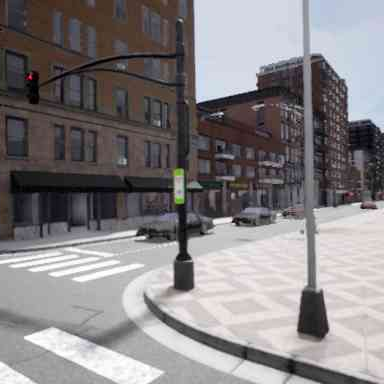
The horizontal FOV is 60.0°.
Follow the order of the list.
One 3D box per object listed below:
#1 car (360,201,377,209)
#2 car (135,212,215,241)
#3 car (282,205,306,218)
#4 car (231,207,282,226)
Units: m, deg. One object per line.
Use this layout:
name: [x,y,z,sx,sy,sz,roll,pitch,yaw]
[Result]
car: [28.923,2.148,54.564,1.994,1.385,4.181,-2,-1,36]
car: [-0.746,1.845,18.925,2.033,1.411,5.357,-2,-1,36]
car: [11.195,2.061,35.447,1.895,1.301,4.718,-2,-1,36]
car: [5.171,1.927,27.125,2.033,1.411,5.357,-2,-1,35]
